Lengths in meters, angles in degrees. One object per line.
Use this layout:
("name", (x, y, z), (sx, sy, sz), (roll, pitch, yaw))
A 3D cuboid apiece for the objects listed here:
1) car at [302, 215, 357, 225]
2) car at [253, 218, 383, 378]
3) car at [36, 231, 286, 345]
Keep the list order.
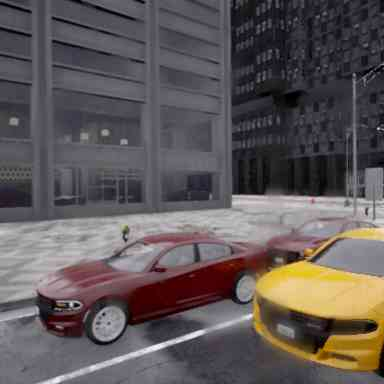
("car", (4.000, 1.400, 9.519), (4.507, 1.381, 1.887), (-1, 1, -35))
("car", (3.176, 1.382, 5.520), (5.008, 1.535, 1.882), (-1, 1, -35))
("car", (-0.496, 1.495, 6.309), (4.507, 1.381, 1.887), (-1, 1, -35))
